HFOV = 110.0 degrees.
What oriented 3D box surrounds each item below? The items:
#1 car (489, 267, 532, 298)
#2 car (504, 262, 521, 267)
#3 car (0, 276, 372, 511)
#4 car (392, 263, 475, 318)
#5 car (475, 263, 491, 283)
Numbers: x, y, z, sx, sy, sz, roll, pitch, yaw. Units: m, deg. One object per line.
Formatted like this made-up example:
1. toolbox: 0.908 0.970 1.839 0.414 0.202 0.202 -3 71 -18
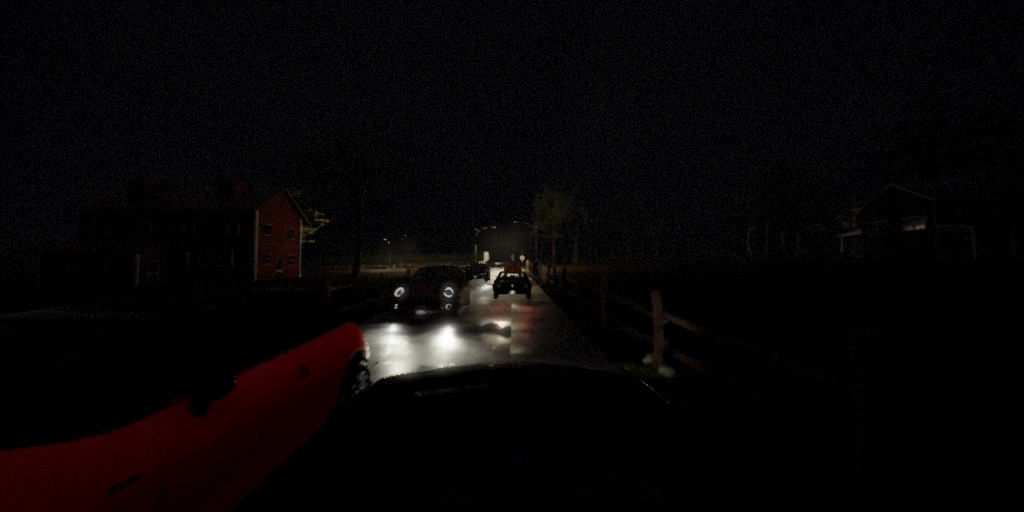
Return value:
1. car: 0.021 1.426 18.986 1.895 1.301 4.718 0 0 0
2. car: 0.075 1.405 42.222 1.882 1.535 5.008 0 0 0
3. car: -2.830 1.105 2.641 2.097 1.767 4.553 0 0 0
4. car: -2.779 1.152 13.255 2.097 1.767 4.553 0 0 0
5. car: -2.805 1.379 30.068 1.837 1.490 4.892 0 -1 1
